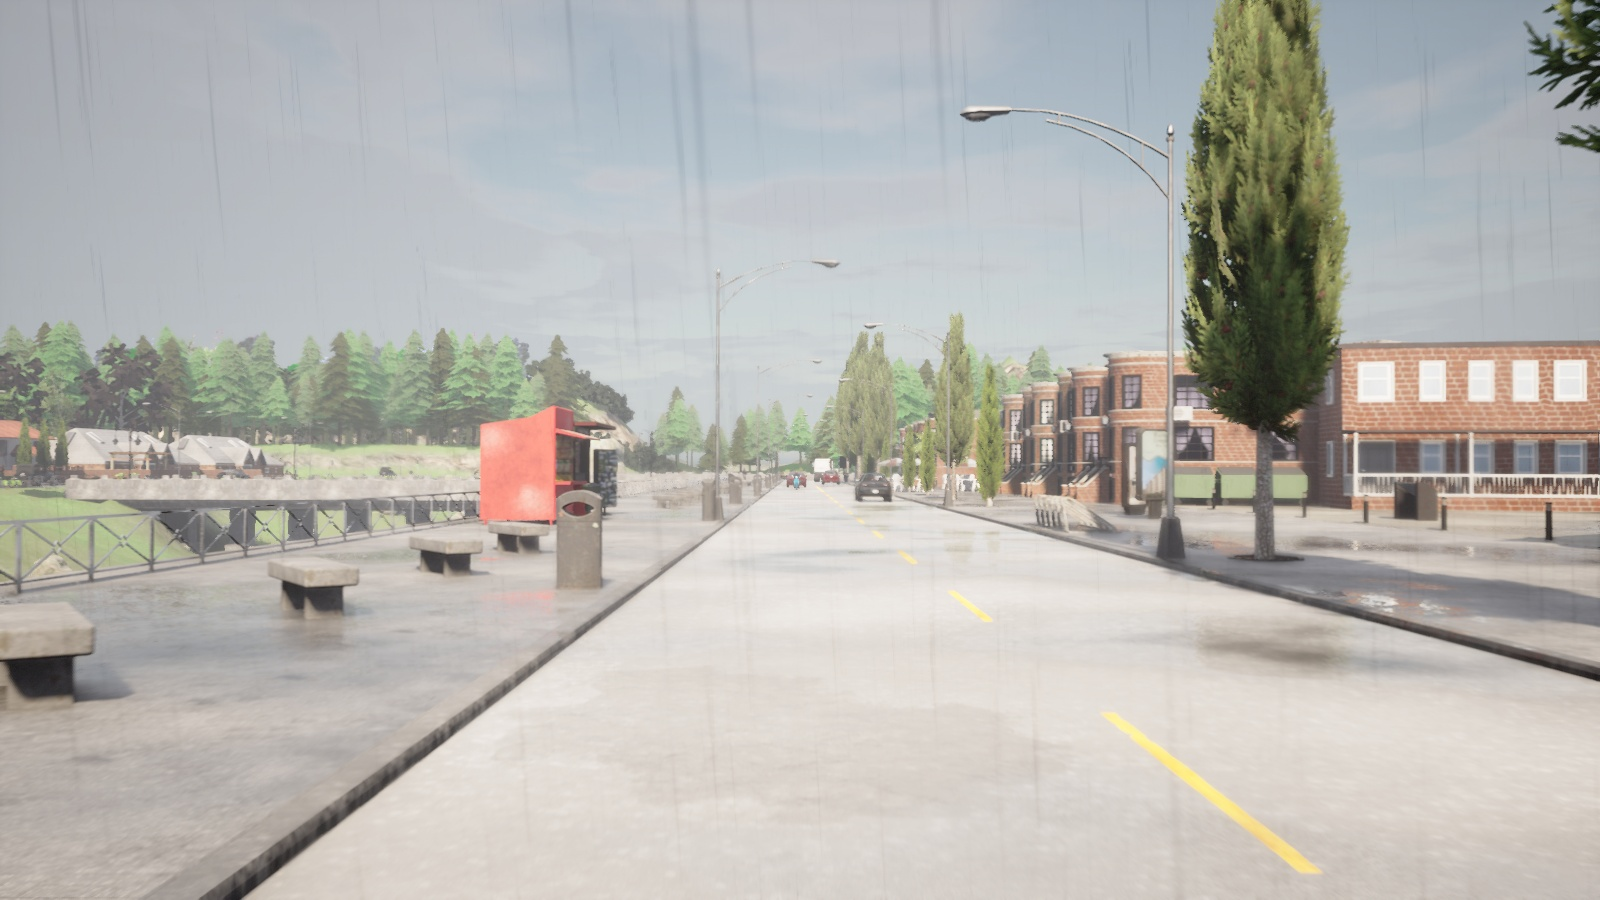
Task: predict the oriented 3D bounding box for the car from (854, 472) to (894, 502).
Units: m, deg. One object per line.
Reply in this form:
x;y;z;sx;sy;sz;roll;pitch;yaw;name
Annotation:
3.829;1.914;65.796;1.816;1.474;4.193;0;-1;0;car
